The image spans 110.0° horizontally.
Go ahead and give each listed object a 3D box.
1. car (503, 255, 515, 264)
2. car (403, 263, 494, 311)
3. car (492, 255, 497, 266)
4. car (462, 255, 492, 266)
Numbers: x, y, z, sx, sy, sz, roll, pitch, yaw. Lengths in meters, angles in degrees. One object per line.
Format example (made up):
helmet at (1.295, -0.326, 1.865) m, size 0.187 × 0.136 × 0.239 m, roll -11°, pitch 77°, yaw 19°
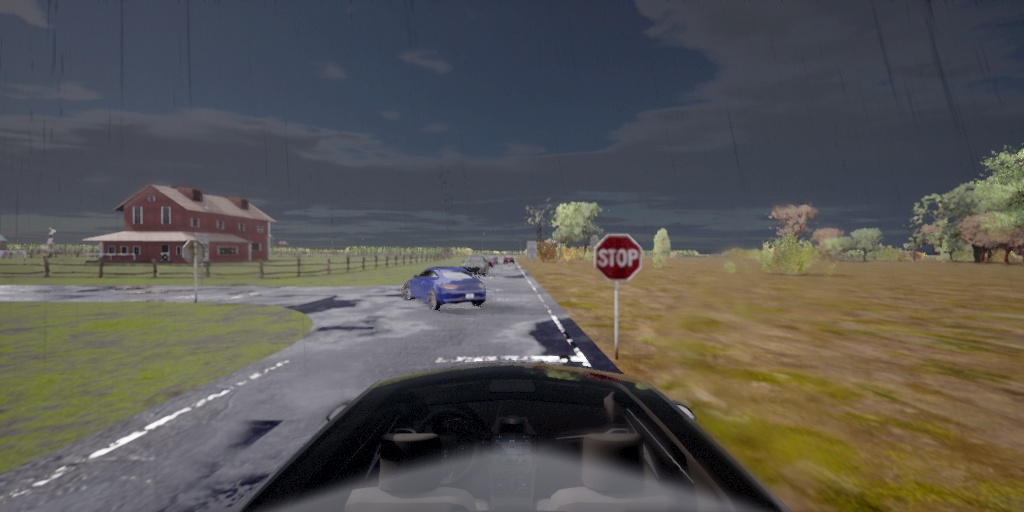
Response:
car at (-0.557, 0.539, 62.418) m, size 1.882 × 1.535 × 5.008 m, roll 0°, pitch 1°, yaw -1°
car at (-2.679, 1.128, 13.829) m, size 1.812 × 1.442 × 4.674 m, roll 1°, pitch 1°, yaw -34°
car at (-3.245, 0.850, 45.541) m, size 1.895 × 1.301 × 4.718 m, roll 0°, pitch 1°, yaw 0°
car at (-3.168, 0.765, 31.122) m, size 2.097 × 1.767 × 4.553 m, roll 0°, pitch 1°, yaw 1°
